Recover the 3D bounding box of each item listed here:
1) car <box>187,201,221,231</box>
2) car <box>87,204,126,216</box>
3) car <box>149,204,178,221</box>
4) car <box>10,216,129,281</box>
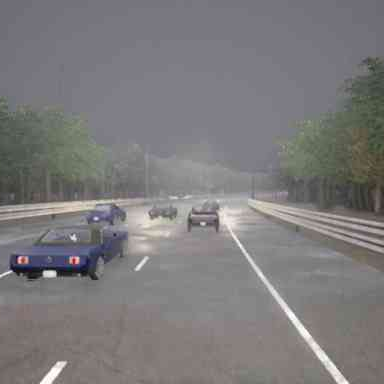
[{"bbox_3d":[0.738,1.531,20.673,2.128,1.511,4.902,0,0,3],"label":"car"},{"bbox_3d":[-6.086,1.564,23.909,1.812,1.442,4.674,0,0,3],"label":"car"},{"bbox_3d":[-2.300,1.658,28.118,1.895,1.301,4.718,0,0,4],"label":"car"},{"bbox_3d":[-3.223,1.611,9.904,1.895,1.301,4.718,0,0,1],"label":"car"}]
